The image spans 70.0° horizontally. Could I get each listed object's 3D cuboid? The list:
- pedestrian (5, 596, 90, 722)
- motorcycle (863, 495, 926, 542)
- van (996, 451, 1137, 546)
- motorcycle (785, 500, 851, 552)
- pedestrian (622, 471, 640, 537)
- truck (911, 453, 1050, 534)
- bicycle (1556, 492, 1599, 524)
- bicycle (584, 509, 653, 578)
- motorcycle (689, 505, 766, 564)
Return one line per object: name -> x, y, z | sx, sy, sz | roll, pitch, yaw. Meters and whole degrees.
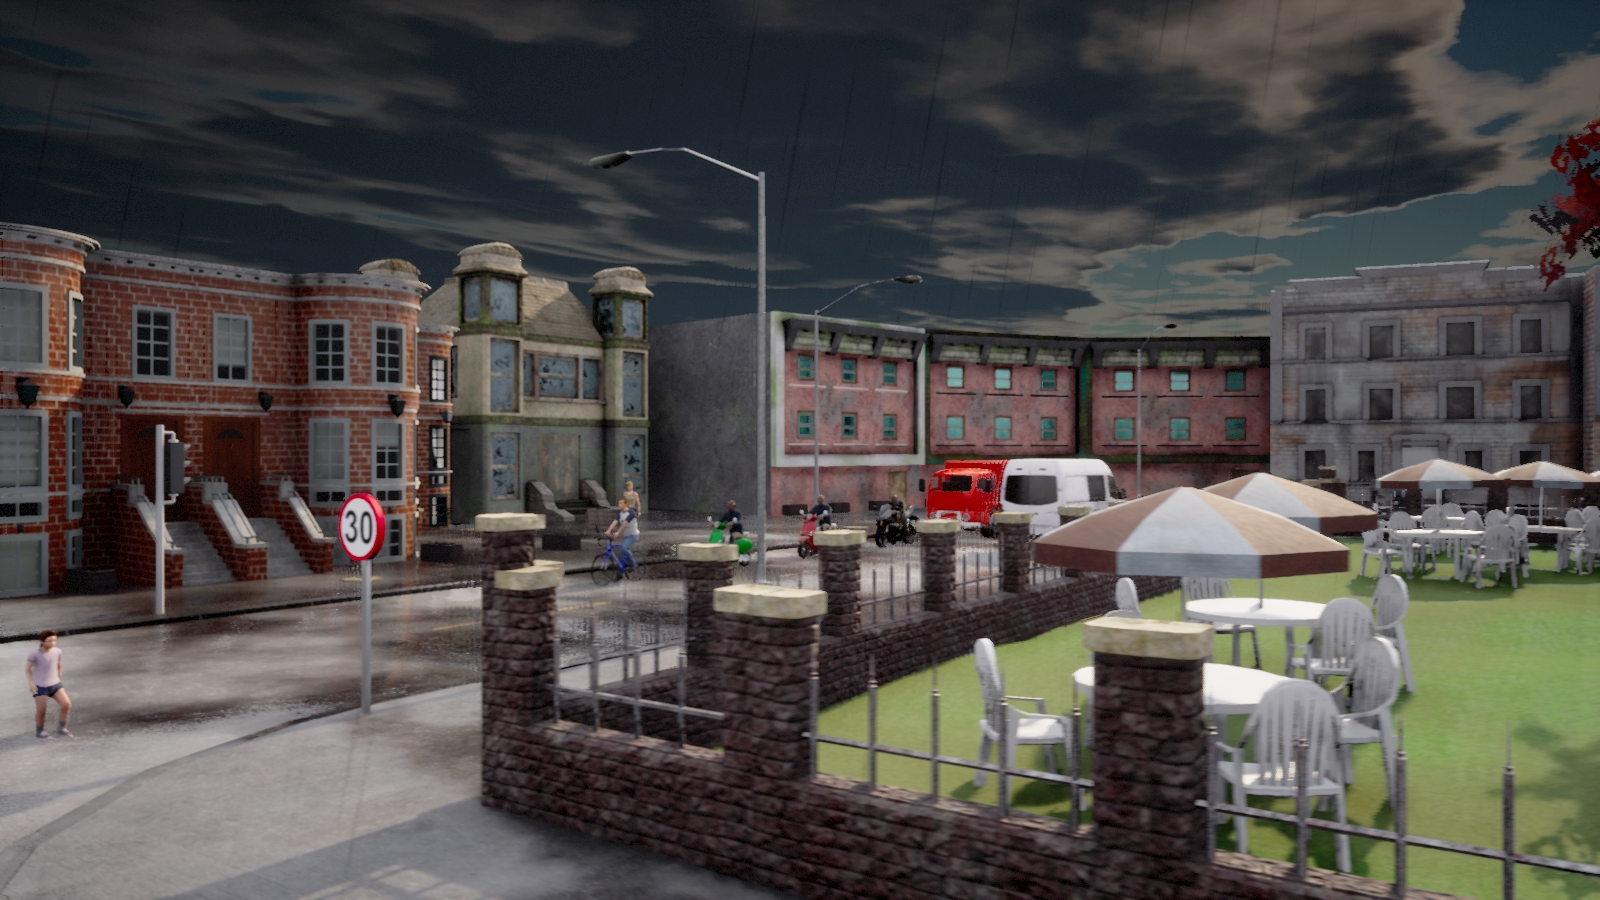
pedestrian -> -7.281, 2.008, 11.059 | 0.500, 1.100, 0.500 | 0, 0, 26
motorcycle -> 2.787, 1.984, 33.401 | 0.867, 1.251, 2.209 | 0, 0, 35
van -> 7.991, 1.314, 33.792 | 1.988, 2.561, 5.915 | 0, 0, 35
motorcycle -> 0.486, 1.961, 30.006 | 0.856, 1.236, 1.805 | 0, 0, 35
pedestrian -> -4.782, 1.524, 32.299 | 0.375, 1.860, 0.375 | 0, 0, 16
truck -> 6.067, 1.347, 37.854 | 2.627, 2.467, 5.204 | 0, 0, 33
bicycle -> 27.590, 2.036, 40.321 | 1.487, 1.080, 0.859 | 0, 0, 34
bicycle -> -3.779, 1.935, 23.921 | 0.373, 1.296, 1.643 | 0, 0, 35
motorcycle -> -1.688, 1.961, 26.909 | 0.856, 1.236, 1.805 | 0, 0, 35
